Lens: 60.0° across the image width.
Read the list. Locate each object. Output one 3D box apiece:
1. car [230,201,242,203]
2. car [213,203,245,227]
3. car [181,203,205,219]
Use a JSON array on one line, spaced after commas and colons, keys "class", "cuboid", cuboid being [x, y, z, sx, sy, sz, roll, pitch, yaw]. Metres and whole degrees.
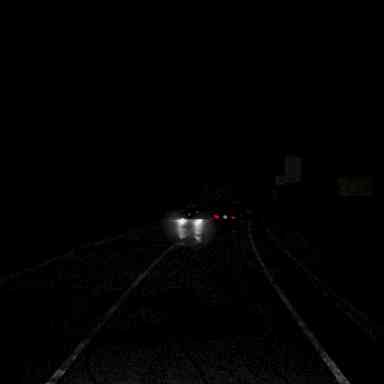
[{"class": "car", "cuboid": [5.549, 1.867, 41.606, 1.882, 1.535, 5.008, 1, -1, 9]}, {"class": "car", "cuboid": [2.669, 1.783, 24.967, 2.033, 1.411, 5.357, 1, 0, 10]}, {"class": "car", "cuboid": [0.164, 1.767, 32.207, 1.812, 1.442, 4.674, 1, 0, 10]}]
